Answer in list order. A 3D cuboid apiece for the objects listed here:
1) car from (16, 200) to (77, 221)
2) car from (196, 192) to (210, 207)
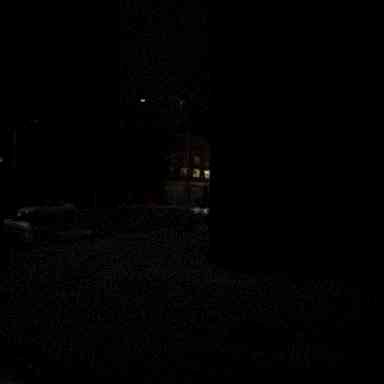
[{"bbox_3d":[-11.422,1.380,26.433,1.812,1.442,4.674,1,1,35],"label":"car"},{"bbox_3d":[2.794,0.983,46.436,2.150,2.045,5.566,1,0,36],"label":"car"}]
